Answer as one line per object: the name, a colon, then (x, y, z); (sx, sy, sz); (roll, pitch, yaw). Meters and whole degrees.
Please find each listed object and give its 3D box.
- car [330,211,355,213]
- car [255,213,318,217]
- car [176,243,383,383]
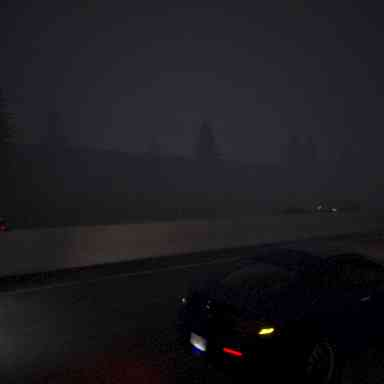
car: (13.619, 1.505, 30.902); (4.553, 1.767, 2.097); (0, 0, -35)
car: (5.787, 1.615, 21.017); (4.674, 1.442, 1.812); (0, 0, -36)
car: (1.944, 1.549, 5.134); (4.674, 1.442, 1.812); (0, 0, -35)
